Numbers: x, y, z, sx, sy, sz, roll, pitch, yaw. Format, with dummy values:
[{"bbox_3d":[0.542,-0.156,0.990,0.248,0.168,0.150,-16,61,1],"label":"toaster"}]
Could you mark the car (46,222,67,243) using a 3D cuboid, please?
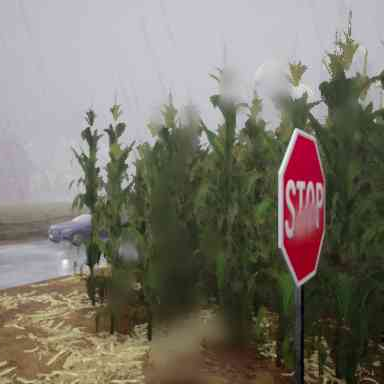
[{"bbox_3d":[-4.935,1.726,16.745,1.812,1.442,4.674,0,0,35],"label":"car"}]
